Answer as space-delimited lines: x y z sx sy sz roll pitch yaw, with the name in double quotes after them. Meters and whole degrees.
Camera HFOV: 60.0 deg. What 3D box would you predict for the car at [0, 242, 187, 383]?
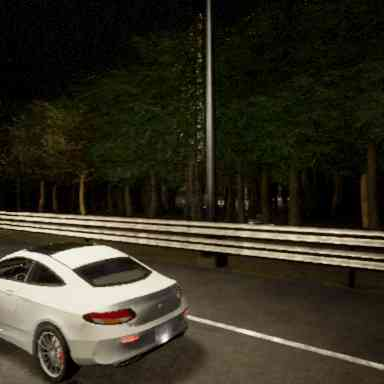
-2.224 1.572 5.453 4.674 1.442 1.812 -1 0 35 "car"
